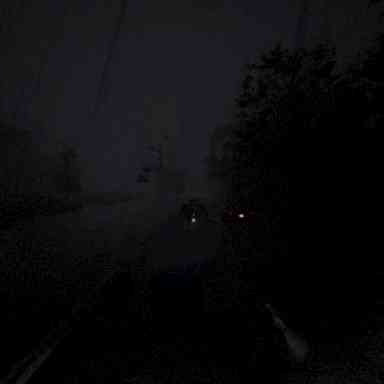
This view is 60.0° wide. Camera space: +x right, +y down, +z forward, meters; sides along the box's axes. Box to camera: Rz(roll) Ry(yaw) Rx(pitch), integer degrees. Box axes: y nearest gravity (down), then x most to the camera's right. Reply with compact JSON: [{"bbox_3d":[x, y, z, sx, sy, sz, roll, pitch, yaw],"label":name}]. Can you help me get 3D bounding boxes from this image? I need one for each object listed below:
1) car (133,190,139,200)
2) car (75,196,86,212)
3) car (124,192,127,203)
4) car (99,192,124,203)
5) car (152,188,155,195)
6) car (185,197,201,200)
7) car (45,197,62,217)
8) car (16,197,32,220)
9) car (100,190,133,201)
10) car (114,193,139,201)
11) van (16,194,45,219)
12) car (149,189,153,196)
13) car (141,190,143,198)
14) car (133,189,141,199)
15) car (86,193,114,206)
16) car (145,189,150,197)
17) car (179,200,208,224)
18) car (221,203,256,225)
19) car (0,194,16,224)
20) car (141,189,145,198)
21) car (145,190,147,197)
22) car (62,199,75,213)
[{"bbox_3d":[-13.653,1.027,64.588,5.366,1.575,1.946,-1,1,-20],"label":"car"},{"bbox_3d":[-13.821,1.331,34.514,4.792,1.488,2.163,-1,0,-20],"label":"car"},{"bbox_3d":[-13.836,1.181,55.516,4.674,1.452,2.002,-1,0,-20],"label":"car"},{"bbox_3d":[-14.006,1.169,52.443,5.366,1.575,1.946,-1,1,-20],"label":"car"},{"bbox_3d":[-13.785,0.229,91.549,5.566,2.045,2.435,-1,1,-20],"label":"car"},{"bbox_3d":[0.104,1.287,41.064,1.812,1.442,4.674,0,0,0],"label":"car"},{"bbox_3d":[-13.823,1.219,28.522,4.553,1.767,2.185,-1,1,-20],"label":"car"},{"bbox_3d":[-13.849,1.389,22.548,4.892,1.521,2.231,-1,1,-20],"label":"car"},{"bbox_3d":[-13.807,0.861,58.532,5.566,2.045,2.435,-1,0,-20],"label":"car"},{"bbox_3d":[-13.847,0.966,70.515,4.792,1.488,2.163,-1,1,-20],"label":"car"},{"bbox_3d":[-13.965,1.142,25.486,4.442,1.987,1.878,-1,1,-20],"label":"van"},{"bbox_3d":[-13.782,0.577,88.553,4.792,1.488,2.163,-1,1,-20],"label":"car"},{"bbox_3d":[-13.821,0.923,73.540,4.674,1.452,2.002,-1,1,-20],"label":"car"},{"bbox_3d":[-13.852,0.737,67.512,5.566,2.045,2.435,-1,1,-20],"label":"car"},{"bbox_3d":[-13.813,1.244,46.519,4.792,1.488,2.163,-1,0,-20],"label":"car"},{"bbox_3d":[-13.805,0.688,82.537,5.008,1.535,2.097,-1,2,-20],"label":"car"},{"bbox_3d":[0.102,1.487,23.484,1.895,1.301,4.718,0,0,0],"label":"car"},{"bbox_3d":[3.102,1.454,22.909,1.994,1.385,4.181,0,0,0],"label":"car"},{"bbox_3d":[-13.836,1.158,19.578,5.566,2.045,2.435,-1,0,-20],"label":"car"},{"bbox_3d":[-13.849,0.694,76.525,4.553,1.767,2.185,-1,1,-20],"label":"car"},{"bbox_3d":[-13.817,0.795,79.538,4.674,1.452,2.002,-1,1,-20],"label":"car"},{"bbox_3d":[-13.844,1.363,31.495,4.674,1.452,2.002,-1,1,-20],"label":"car"}]
